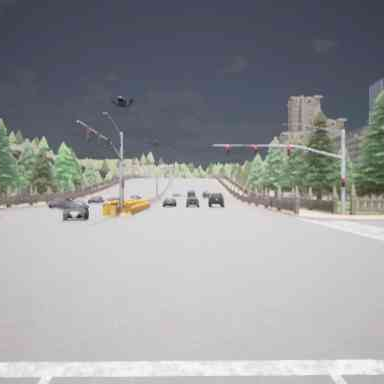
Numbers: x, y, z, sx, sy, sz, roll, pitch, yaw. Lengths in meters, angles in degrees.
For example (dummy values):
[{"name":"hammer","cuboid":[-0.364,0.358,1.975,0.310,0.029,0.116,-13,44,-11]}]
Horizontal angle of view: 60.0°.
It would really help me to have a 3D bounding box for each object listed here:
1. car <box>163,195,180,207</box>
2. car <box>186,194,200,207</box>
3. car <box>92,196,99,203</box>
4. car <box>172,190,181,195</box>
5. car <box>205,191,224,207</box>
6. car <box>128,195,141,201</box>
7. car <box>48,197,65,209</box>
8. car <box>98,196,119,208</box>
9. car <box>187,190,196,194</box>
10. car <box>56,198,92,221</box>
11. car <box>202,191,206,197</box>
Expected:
[{"name":"car","cuboid":[-3.411,1.548,51.901,1.994,1.385,4.181,0,0,0]},{"name":"car","cuboid":[0.091,1.490,51.321,1.837,1.490,4.892,0,0,0]},{"name":"car","cuboid":[-17.607,1.381,61.236,1.994,1.385,4.181,0,2,0]},{"name":"car","cuboid":[-3.645,0.208,78.644,1.895,1.301,4.718,0,7,0]},{"name":"car","cuboid":[3.596,1.207,50.467,2.150,2.045,5.566,0,0,0]},{"name":"car","cuboid":[-10.612,1.311,61.240,2.128,1.511,4.902,0,2,0]},{"name":"car","cuboid":[-17.587,1.493,44.559,1.837,1.490,4.892,0,0,0]},{"name":"car","cuboid":[-10.589,1.492,44.272,1.837,1.490,4.892,0,0,0]},{"name":"car","cuboid":[-0.138,0.228,77.361,1.882,1.535,5.008,0,6,0]},{"name":"car","cuboid":[-9.449,1.484,27.001,2.128,1.511,4.902,0,0,-17]},{"name":"car","cuboid":[3.369,0.394,76.055,1.812,1.442,4.674,0,6,0]}]
